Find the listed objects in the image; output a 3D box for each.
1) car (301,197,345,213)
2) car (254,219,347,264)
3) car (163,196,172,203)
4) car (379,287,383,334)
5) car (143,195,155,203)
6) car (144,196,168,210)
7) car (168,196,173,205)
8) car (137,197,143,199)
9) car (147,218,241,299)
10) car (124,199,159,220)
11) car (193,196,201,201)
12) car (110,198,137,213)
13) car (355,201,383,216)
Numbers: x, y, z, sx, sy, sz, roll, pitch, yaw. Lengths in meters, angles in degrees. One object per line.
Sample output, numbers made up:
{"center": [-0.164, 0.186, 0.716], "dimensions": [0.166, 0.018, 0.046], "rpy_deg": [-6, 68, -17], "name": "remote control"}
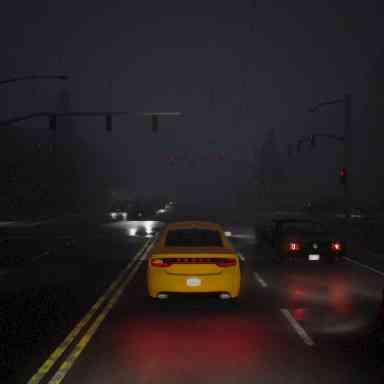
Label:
{"center": [14.080, 1.352, 35.576], "dimensions": [4.553, 1.767, 2.097], "rpy_deg": [0, 0, -2], "name": "car"}
{"center": [3.501, 1.601, 11.811], "dimensions": [1.895, 1.301, 4.718], "rpy_deg": [0, 0, -1], "name": "car"}
{"center": [-5.306, 1.524, 72.884], "dimensions": [1.812, 1.442, 4.674], "rpy_deg": [0, 0, -1], "name": "car"}
{"center": [3.597, 1.478, 2.721], "dimensions": [1.882, 1.535, 5.008], "rpy_deg": [0, 0, 0], "name": "car"}
{"center": [-8.679, 1.477, 67.466], "dimensions": [1.882, 1.535, 5.008], "rpy_deg": [0, 0, -1], "name": "car"}
{"center": [-4.609, 1.352, 43.385], "dimensions": [2.097, 1.767, 4.553], "rpy_deg": [0, 0, -2], "name": "car"}
{"center": [-4.991, 1.490, 57.742], "dimensions": [2.128, 1.511, 4.902], "rpy_deg": [0, 0, -1], "name": "car"}
{"center": [-8.331, 1.547, 51.004], "dimensions": [2.033, 1.411, 5.357], "rpy_deg": [0, 0, -1], "name": "car"}
{"center": [0.033, 1.478, 8.487], "dimensions": [1.882, 1.535, 5.008], "rpy_deg": [0, 0, 0], "name": "car"}
{"center": [-4.075, 1.564, 27.605], "dimensions": [1.994, 1.385, 4.181], "rpy_deg": [0, 0, -2], "name": "car"}
{"center": [1.298, 1.595, 88.224], "dimensions": [1.895, 1.301, 4.718], "rpy_deg": [0, 0, -1], "name": "car"}
{"center": [-7.940, 1.547, 38.087], "dimensions": [2.033, 1.411, 5.357], "rpy_deg": [0, 0, -2], "name": "car"}
{"center": [18.770, 1.547, 32.211], "dimensions": [5.357, 1.411, 2.033], "rpy_deg": [0, 0, -2], "name": "car"}
